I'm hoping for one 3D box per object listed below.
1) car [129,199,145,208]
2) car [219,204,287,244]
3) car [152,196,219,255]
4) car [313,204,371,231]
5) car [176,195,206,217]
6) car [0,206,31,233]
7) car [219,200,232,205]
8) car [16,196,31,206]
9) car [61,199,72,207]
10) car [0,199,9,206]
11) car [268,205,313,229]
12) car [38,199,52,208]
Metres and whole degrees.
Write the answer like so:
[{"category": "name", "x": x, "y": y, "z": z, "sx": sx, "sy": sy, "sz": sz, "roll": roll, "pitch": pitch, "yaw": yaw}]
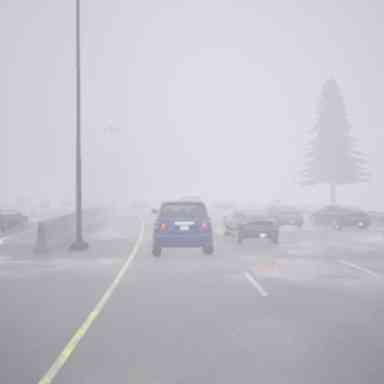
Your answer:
[{"category": "car", "x": -9.146, "y": 1.903, "z": 55.042, "sx": 2.033, "sy": 1.411, "sz": 5.357, "roll": 0, "pitch": 0, "yaw": -21}, {"category": "car", "x": 2.718, "y": 1.573, "z": 16.228, "sx": 1.837, "sy": 1.490, "sz": 4.892, "roll": 0, "pitch": 0, "yaw": -6}, {"category": "car", "x": -0.484, "y": 1.301, "z": 13.815, "sx": 2.150, "sy": 2.045, "sz": 5.566, "roll": 0, "pitch": 0, "yaw": -5}, {"category": "car", "x": 9.237, "y": 1.557, "z": 21.193, "sx": 1.837, "sy": 1.490, "sz": 4.892, "roll": 0, "pitch": 0, "yaw": -7}, {"category": "car", "x": -0.217, "y": 1.414, "z": 35.264, "sx": 2.150, "sy": 2.045, "sz": 5.566, "roll": 0, "pitch": 0, "yaw": -12}, {"category": "car", "x": -12.122, "y": 1.797, "z": 21.197, "sx": 1.895, "sy": 1.301, "sz": 4.718, "roll": 0, "pitch": 0, "yaw": -8}, {"category": "car", "x": 4.304, "y": 1.820, "z": 46.416, "sx": 1.895, "sy": 1.301, "sz": 4.718, "roll": 0, "pitch": 0, "yaw": -15}, {"category": "car", "x": -30.098, "y": 1.793, "z": 59.612, "sx": 2.150, "sy": 2.045, "sz": 5.566, "roll": 0, "pitch": 0, "yaw": -24}, {"category": "car", "x": -22.776, "y": 1.948, "z": 60.213, "sx": 1.882, "sy": 1.535, "sz": 5.008, "roll": 0, "pitch": 0, "yaw": -22}, {"category": "car", "x": -33.981, "y": 2.016, "z": 59.703, "sx": 1.837, "sy": 1.490, "sz": 4.892, "roll": 0, "pitch": 0, "yaw": -24}, {"category": "car", "x": 5.600, "y": 1.572, "z": 21.883, "sx": 2.128, "sy": 1.511, "sz": 4.902, "roll": 0, "pitch": 0, "yaw": -7}, {"category": "car", "x": -26.196, "y": 1.989, "z": 59.338, "sx": 1.837, "sy": 1.490, "sz": 4.892, "roll": 0, "pitch": 0, "yaw": -22}]
